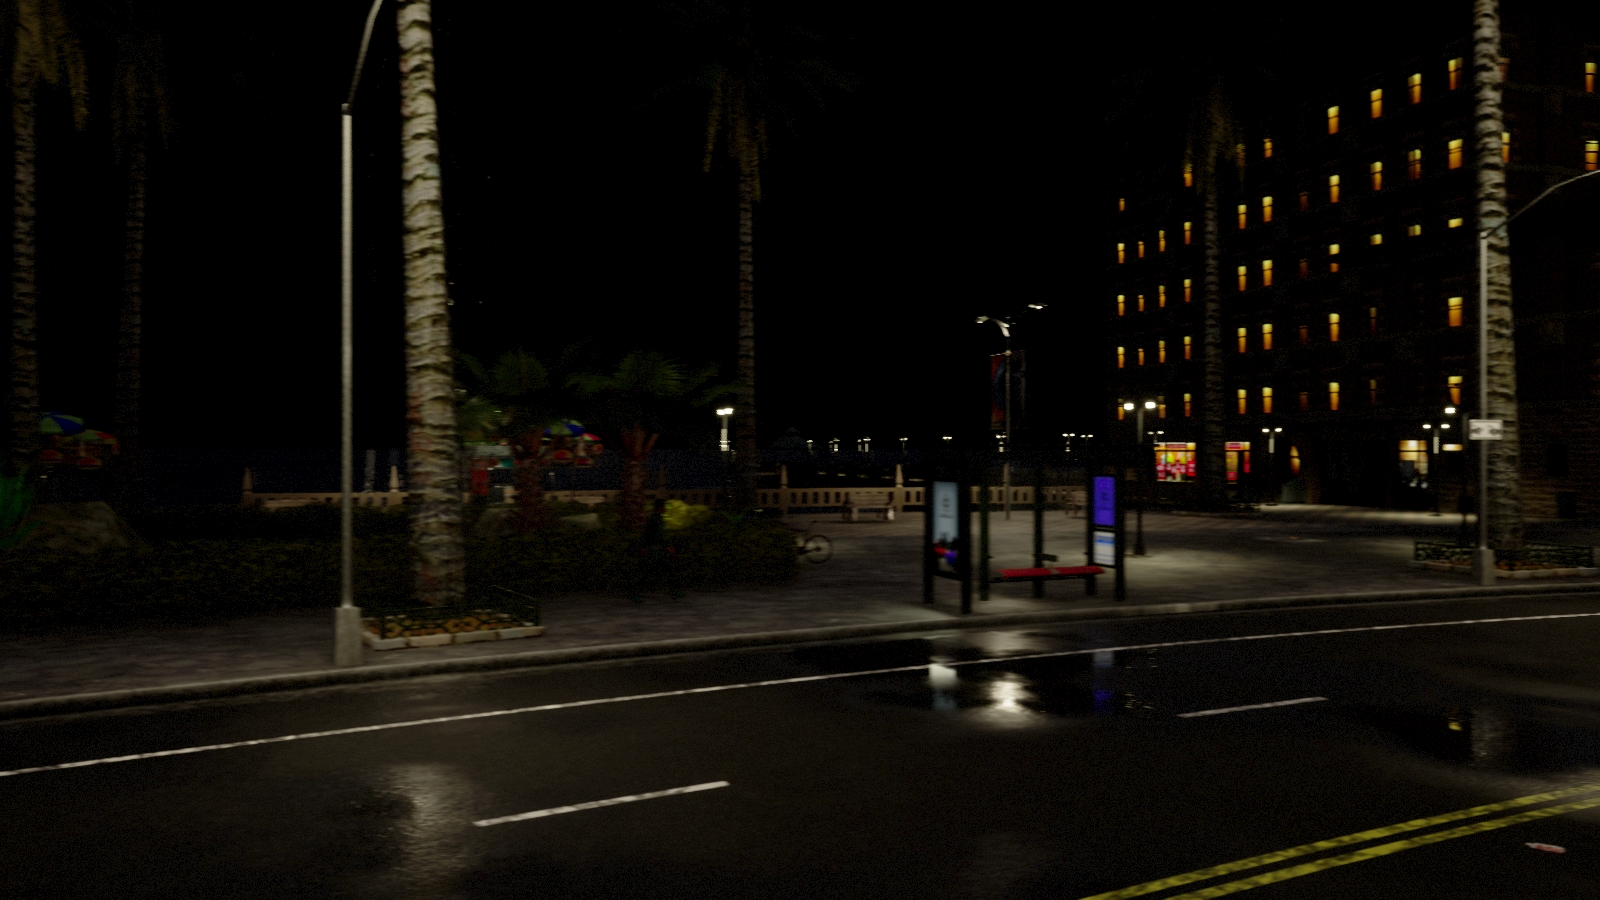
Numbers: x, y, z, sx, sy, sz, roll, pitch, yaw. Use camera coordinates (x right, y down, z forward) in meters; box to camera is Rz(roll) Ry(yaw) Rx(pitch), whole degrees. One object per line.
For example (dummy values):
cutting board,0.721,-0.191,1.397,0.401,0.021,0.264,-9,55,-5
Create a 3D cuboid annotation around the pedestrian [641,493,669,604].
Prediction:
pedestrian,-2.491,1.684,19.613,0.375,1.860,0.375,0,0,-23
